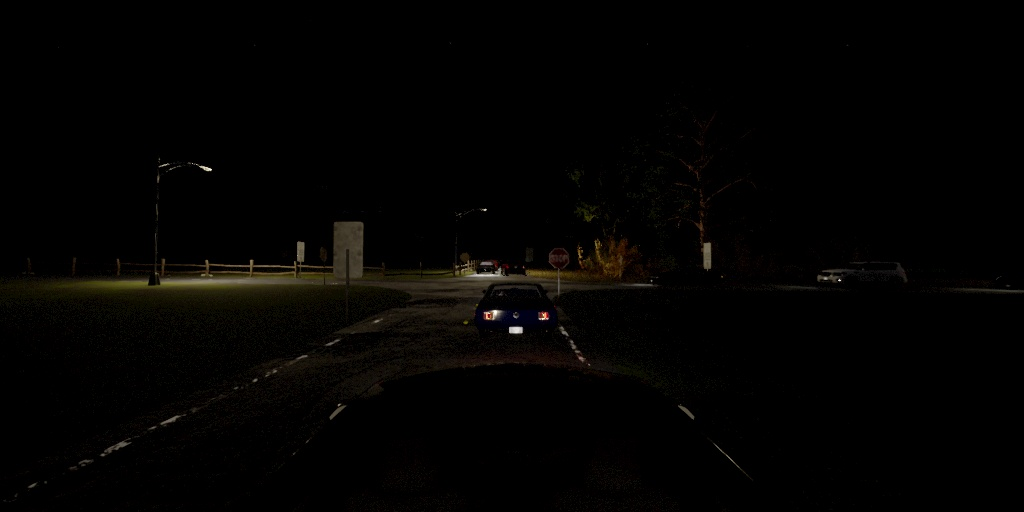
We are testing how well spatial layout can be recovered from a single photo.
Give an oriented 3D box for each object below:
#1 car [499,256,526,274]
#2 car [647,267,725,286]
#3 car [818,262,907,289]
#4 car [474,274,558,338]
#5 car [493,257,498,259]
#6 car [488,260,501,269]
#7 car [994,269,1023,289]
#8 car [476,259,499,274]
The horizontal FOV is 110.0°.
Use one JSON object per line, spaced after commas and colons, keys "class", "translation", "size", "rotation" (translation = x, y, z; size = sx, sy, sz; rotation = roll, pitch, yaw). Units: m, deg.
{"class": "car", "translation": [0.151, 1.132, 37.253], "size": [2.097, 1.767, 4.553], "rotation": [0, 0, -6]}
{"class": "car", "translation": [13.403, 1.558, 27.673], "size": [5.357, 1.411, 2.033], "rotation": [1, -1, -1]}
{"class": "car", "translation": [27.066, 1.437, 27.801], "size": [5.566, 2.045, 2.150], "rotation": [1, -1, 0]}
{"class": "car", "translation": [0.091, 1.355, 10.163], "size": [1.895, 1.301, 4.718], "rotation": [0, 0, 0]}
{"class": "car", "translation": [-2.920, 1.276, 49.876], "size": [1.882, 1.535, 5.008], "rotation": [0, 0, 0]}
{"class": "car", "translation": [-2.929, 1.418, 60.449], "size": [1.895, 1.301, 4.718], "rotation": [0, 0, 0]}
{"class": "car", "translation": [40.789, 1.774, 27.880], "size": [4.553, 1.767, 2.097], "rotation": [1, -1, 0]}
{"class": "car", "translation": [-2.912, 1.349, 41.153], "size": [1.994, 1.385, 4.181], "rotation": [0, 0, 0]}
